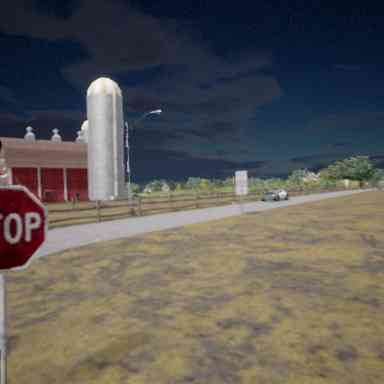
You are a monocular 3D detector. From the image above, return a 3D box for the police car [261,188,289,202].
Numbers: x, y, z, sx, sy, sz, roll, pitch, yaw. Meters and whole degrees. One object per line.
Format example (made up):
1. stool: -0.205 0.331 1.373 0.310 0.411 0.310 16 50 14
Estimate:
1. police car: 10.043 0.361 40.385 2.038 1.542 4.974 -2 1 36
